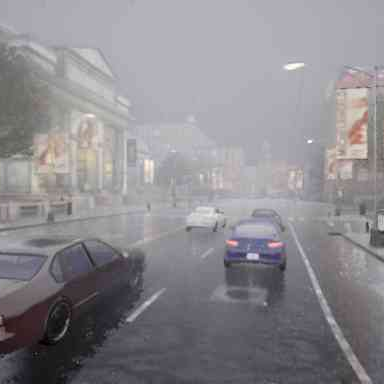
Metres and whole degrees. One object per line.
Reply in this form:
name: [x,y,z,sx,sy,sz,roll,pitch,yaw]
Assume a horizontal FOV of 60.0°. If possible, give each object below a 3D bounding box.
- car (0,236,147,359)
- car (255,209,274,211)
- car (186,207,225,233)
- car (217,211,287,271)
car: [-2.560,1.570,6.425,2.033,1.411,5.357,0,0,12]
car: [4.266,1.687,19.584,1.994,1.385,4.181,0,0,14]
car: [0.934,1.640,20.790,1.812,1.442,4.674,0,-1,16]
car: [2.182,1.596,11.250,1.812,1.442,4.674,0,0,14]
